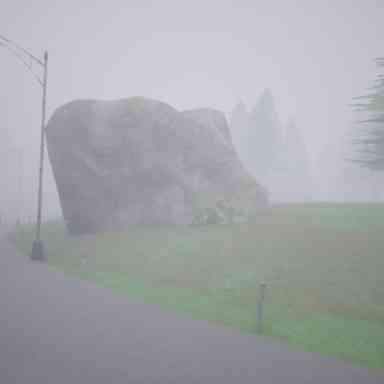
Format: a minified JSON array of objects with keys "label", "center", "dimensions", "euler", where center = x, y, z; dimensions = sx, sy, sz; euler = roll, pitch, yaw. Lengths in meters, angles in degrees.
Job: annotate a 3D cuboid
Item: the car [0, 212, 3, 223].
[{"label":"car","center":[-21.463,2.287,34.180],"dimensions":[2.150,2.045,5.566],"euler":[3,-4,-11]}]
